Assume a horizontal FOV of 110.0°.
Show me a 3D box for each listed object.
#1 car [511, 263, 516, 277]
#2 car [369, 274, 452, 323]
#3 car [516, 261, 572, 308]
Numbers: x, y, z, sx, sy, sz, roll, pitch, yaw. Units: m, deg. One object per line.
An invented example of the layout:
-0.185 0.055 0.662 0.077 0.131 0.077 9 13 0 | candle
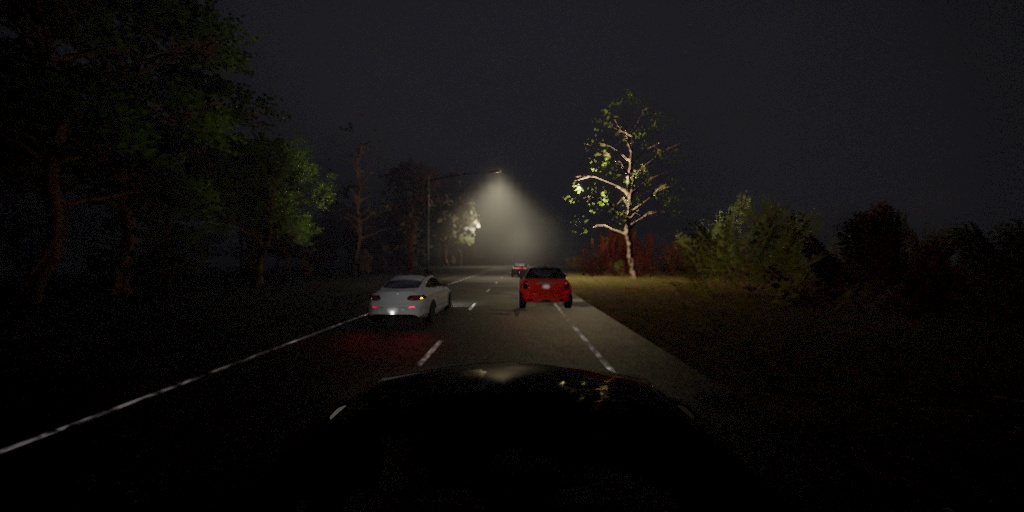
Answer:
0.928 1.514 40.596 2.128 1.511 4.902 0 0 3 | car
-3.310 1.350 12.318 1.812 1.442 4.674 0 0 1 | car
1.353 1.201 15.954 2.097 1.767 4.553 0 0 1 | car
